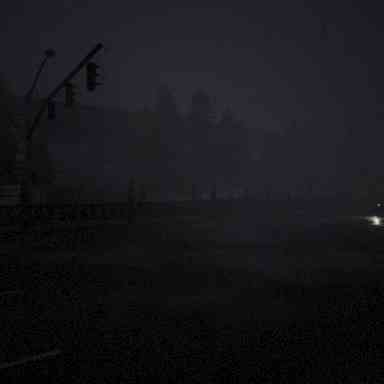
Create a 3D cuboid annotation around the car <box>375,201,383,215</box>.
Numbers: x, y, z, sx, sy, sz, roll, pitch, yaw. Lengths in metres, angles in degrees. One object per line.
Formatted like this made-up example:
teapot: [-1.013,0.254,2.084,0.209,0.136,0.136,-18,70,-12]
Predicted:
car: [18.624,1.223,30.175,4.553,1.767,2.097,0,0,-36]
